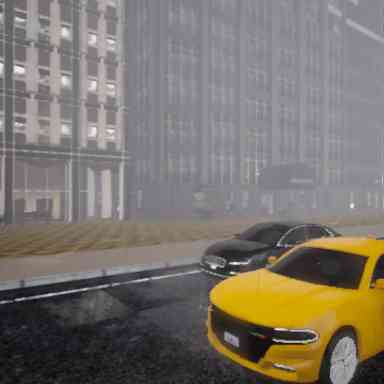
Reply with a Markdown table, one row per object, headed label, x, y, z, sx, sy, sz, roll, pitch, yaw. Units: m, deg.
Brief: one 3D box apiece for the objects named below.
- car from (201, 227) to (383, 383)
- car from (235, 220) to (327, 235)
| label | x | y | z | sx | sy | sz | roll | pitch | yaw |
| --- | --- | --- | --- | --- | --- | --- | --- | --- | --- |
| car | 2.512 | 1.536 | 5.480 | 5.008 | 1.535 | 1.882 | 1 | 0 | -36 |
| car | 2.499 | 1.589 | 9.462 | 4.892 | 1.490 | 1.837 | 1 | 0 | -36 |
